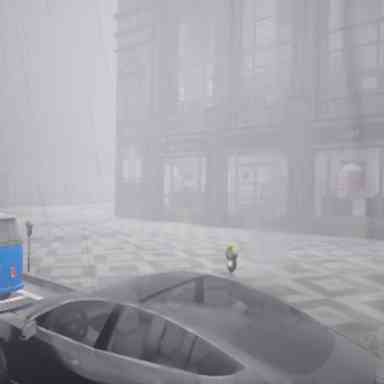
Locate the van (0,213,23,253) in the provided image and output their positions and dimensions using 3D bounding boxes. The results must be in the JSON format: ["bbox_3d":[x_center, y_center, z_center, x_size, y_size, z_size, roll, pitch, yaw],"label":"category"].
[{"bbox_3d":[-5.078,1.217,6.744,3.998,1.788,1.690,1,1,36],"label":"van"}]

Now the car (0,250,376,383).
[{"bbox_3d":[-0.499,1.530,3.443,4.313,1.339,1.947,1,1,36],"label":"car"}]
